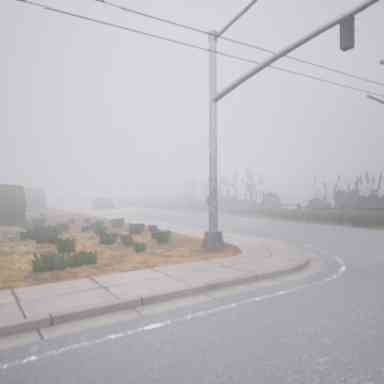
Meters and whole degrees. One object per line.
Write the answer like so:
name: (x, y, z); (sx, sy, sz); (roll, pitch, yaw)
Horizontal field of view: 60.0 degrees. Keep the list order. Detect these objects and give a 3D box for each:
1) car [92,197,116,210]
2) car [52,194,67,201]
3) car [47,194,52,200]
car: (-10.940, 1.417, 41.044); (1.837, 1.490, 4.892); (0, 0, -33)
car: (-30.823, 1.248, 78.180); (2.097, 1.767, 4.553); (0, 0, -33)
car: (-36.410, 1.271, 86.768); (2.033, 1.411, 5.357); (0, 0, -37)
